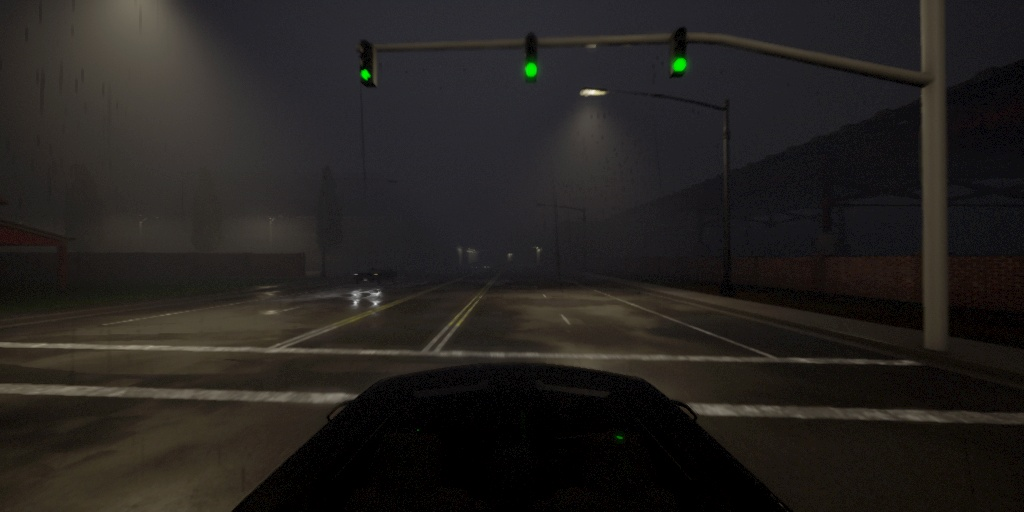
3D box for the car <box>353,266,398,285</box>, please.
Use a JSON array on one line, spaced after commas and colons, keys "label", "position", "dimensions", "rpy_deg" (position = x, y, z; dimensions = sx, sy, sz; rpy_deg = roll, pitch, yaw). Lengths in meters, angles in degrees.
[{"label": "car", "position": [-10.504, 1.425, 27.912], "dimensions": [1.895, 1.301, 4.718], "rpy_deg": [0, -1, 0]}]
